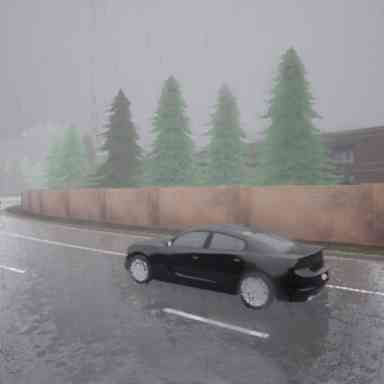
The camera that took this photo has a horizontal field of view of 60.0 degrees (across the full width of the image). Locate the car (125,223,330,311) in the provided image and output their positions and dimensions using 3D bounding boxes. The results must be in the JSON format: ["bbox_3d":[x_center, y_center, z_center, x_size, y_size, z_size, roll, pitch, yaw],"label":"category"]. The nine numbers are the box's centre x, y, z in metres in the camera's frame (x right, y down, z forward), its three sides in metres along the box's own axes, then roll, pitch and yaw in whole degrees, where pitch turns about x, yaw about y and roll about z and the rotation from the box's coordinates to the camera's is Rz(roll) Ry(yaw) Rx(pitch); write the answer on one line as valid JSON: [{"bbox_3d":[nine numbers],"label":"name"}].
[{"bbox_3d":[0.562,1.491,7.896,5.008,1.535,1.882,0,0,36],"label":"car"}]
